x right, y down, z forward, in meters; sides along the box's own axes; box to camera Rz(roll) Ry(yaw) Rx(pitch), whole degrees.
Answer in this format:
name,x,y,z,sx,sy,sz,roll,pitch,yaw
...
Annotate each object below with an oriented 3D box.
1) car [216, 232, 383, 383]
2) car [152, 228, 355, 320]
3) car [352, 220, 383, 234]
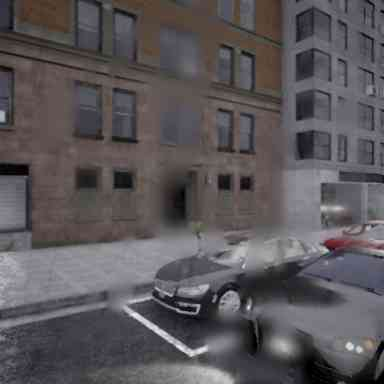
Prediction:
name,x,y,z,sx,sy,sz,roll,pitch,yaw
car,2.645,1.579,4.953,4.181,1.385,1.994,0,0,-36
car,1.257,1.565,7.081,4.403,1.369,2.008,0,0,-35
car,5.885,1.578,10.378,4.507,1.381,1.887,0,0,-35
